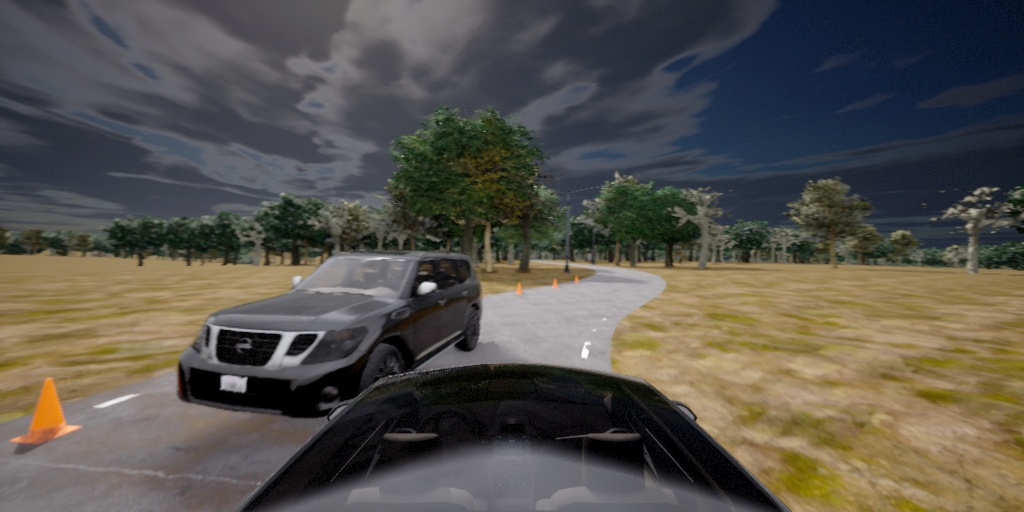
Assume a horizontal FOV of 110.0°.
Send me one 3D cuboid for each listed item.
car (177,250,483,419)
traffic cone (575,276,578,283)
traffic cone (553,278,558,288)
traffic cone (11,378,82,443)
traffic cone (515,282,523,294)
[{"bbox_3d":[-2.139,0.915,6.208,2.150,2.045,5.566,1,0,12],"label":"car"},{"bbox_3d":[4.972,1.780,27.543,0.340,0.580,0.340,0,0,25],"label":"traffic cone"},{"bbox_3d":[2.783,1.739,23.196,0.340,0.580,0.340,0,0,28],"label":"traffic cone"},{"bbox_3d":[-4.886,1.584,3.773,0.340,0.580,0.340,0,0,5],"label":"traffic cone"},{"bbox_3d":[0.380,1.688,18.877,0.340,0.580,0.340,0,0,29],"label":"traffic cone"}]
